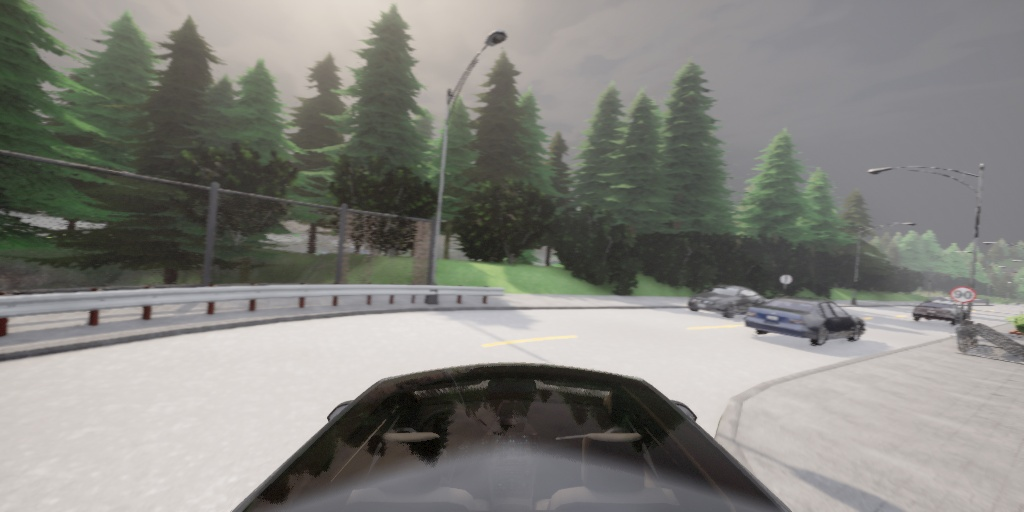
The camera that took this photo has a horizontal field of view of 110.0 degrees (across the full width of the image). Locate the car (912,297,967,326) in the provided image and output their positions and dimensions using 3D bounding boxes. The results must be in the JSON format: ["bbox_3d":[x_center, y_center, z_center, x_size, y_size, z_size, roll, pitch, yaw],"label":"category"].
[{"bbox_3d":[28.100,3.679,23.520,5.357,1.411,2.033,5,0,-32],"label":"car"}]

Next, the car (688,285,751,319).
[{"bbox_3d":[10.595,2.163,17.504,4.674,1.442,1.812,5,0,-32],"label":"car"}]

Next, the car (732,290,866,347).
[{"bbox_3d":[10.280,2.163,12.494,5.357,1.411,2.033,5,0,-31],"label":"car"}]
